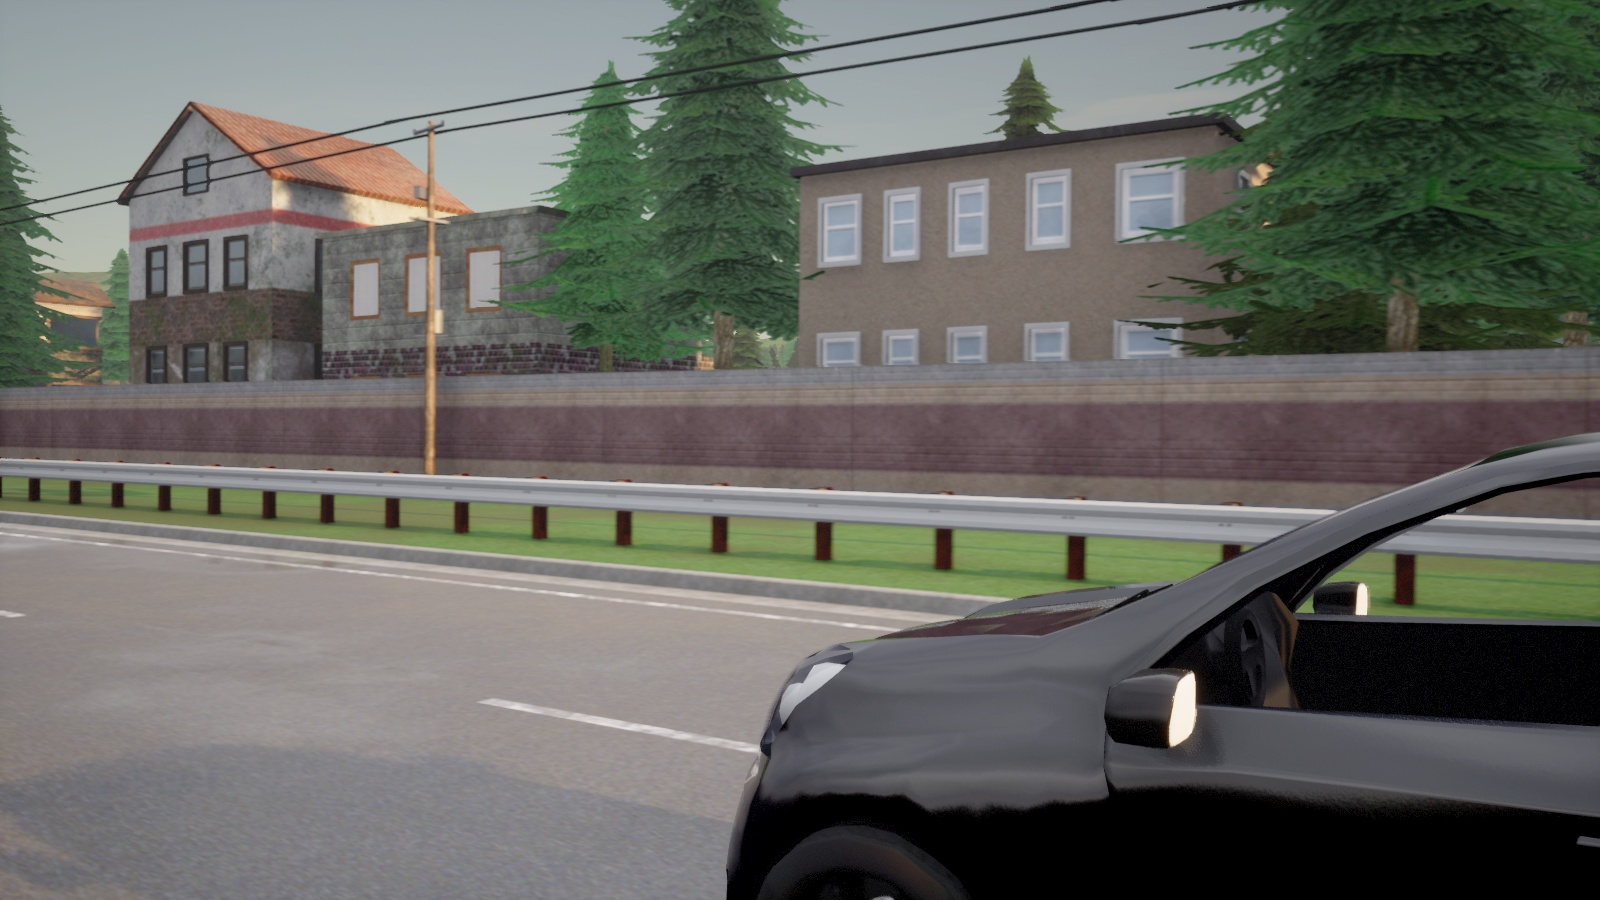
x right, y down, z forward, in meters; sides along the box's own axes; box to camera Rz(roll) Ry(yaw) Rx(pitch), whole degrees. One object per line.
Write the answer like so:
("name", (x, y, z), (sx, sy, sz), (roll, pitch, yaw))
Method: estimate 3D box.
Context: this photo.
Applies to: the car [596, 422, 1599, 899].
("car", (1.574, 0.696, 2.578), (3.633, 1.501, 1.845), (0, 1, 34))
